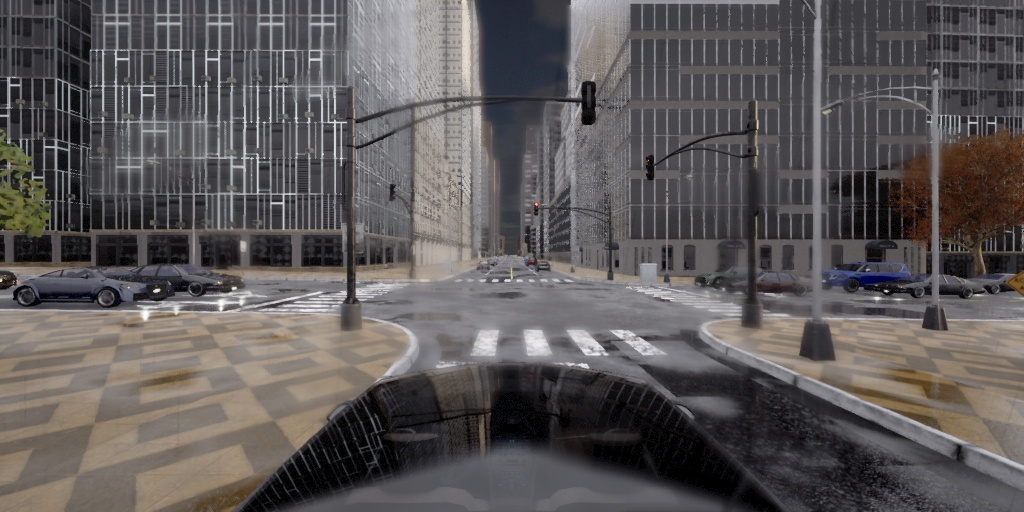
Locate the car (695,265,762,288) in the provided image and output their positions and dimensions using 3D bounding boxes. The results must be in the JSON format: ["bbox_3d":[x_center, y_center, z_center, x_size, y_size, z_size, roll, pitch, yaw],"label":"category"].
[{"bbox_3d":[14.996,1.396,24.479,4.553,1.767,2.097,1,0,-3],"label":"car"}]

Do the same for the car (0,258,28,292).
[{"bbox_3d":[-25.275,0.816,15.905,4.892,1.490,1.837,1,0,-3],"label":"car"}]

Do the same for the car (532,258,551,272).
[{"bbox_3d":[3.924,1.329,45.673,1.948,1.339,4.313,0,0,0],"label":"car"}]

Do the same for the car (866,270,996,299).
[{"bbox_3d":[25.187,1.775,21.699,5.357,1.411,2.033,1,0,-3],"label":"car"}]

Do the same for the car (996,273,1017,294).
[{"bbox_3d":[34.567,1.942,25.384,5.357,1.411,2.033,1,0,-3],"label":"car"}]

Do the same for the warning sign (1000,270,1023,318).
[{"bbox_3d":[17.274,1.204,11.872,1.060,1.860,1.300,0,0,-3],"label":"warning sign"}]

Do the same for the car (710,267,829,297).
[{"bbox_3d":[15.128,1.595,21.230,5.357,1.411,2.033,1,0,-3],"label":"car"}]

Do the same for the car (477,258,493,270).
[{"bbox_3d":[-4.030,1.342,51.165,1.802,1.307,4.207,0,0,0],"label":"car"}]

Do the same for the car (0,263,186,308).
[{"bbox_3d":[-15.079,1.063,13.122,4.181,1.385,1.994,1,0,-3],"label":"car"}]

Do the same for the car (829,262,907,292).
[{"bbox_3d":[24.339,1.433,24.911,5.566,2.045,2.150,1,0,-3],"label":"car"}]

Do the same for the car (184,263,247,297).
[{"bbox_3d":[-15.353,1.040,16.397,5.357,1.411,2.033,1,0,0],"label":"car"}]
